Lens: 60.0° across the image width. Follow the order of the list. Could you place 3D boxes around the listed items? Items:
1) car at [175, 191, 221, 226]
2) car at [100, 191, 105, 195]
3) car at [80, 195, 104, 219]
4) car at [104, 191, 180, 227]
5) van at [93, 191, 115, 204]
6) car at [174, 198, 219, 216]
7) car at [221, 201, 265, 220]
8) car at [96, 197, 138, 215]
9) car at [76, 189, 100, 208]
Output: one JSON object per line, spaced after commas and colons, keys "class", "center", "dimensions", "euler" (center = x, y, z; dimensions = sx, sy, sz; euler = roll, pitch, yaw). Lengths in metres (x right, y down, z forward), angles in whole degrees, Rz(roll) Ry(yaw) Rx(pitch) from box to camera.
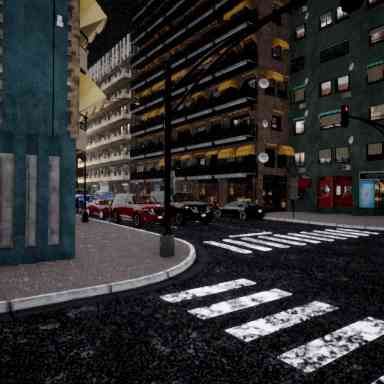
{"class": "car", "center": [-0.941, 0.966, 21.551], "dimensions": [2.150, 2.045, 5.566], "euler": [1, 0, -36]}
{"class": "car", "center": [-12.871, 0.958, 43.551], "dimensions": [2.033, 1.411, 5.357], "euler": [1, 0, -36]}
{"class": "car", "center": [-6.480, 1.182, 24.819], "dimensions": [1.887, 1.381, 4.507], "euler": [2, 0, -36]}
{"class": "car", "center": [-3.214, 1.033, 20.302], "dimensions": [2.192, 1.841, 5.009], "euler": [2, 0, -36]}
{"class": "van", "center": [-12.697, 0.725, 47.760], "dimensions": [1.690, 1.788, 3.998], "euler": [2, 0, -36]}
{"class": "car", "center": [0.337, 1.288, 29.691], "dimensions": [1.802, 1.307, 4.206], "euler": [2, 0, -36]}
{"class": "car", "center": [3.597, 1.353, 25.174], "dimensions": [1.947, 1.339, 4.313], "euler": [2, 0, -36]}
{"class": "car", "center": [-6.762, 1.201, 29.616], "dimensions": [1.895, 1.301, 4.718], "euler": [1, 0, -36]}
{"class": "car", "center": [-12.913, 0.669, 38.171], "dimensions": [2.150, 2.045, 5.566], "euler": [1, 0, -35]}
